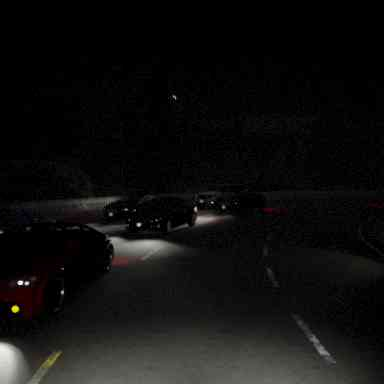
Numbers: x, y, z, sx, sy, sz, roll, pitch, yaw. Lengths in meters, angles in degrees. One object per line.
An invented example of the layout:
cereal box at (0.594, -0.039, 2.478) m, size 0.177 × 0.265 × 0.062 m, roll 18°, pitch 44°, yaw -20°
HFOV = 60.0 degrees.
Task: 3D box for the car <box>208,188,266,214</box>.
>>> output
car at (3.708, 0.714, 24.442) m, size 2.128 × 1.511 × 4.902 m, roll 1°, pitch 2°, yaw 40°

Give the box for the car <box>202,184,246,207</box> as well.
car at (2.659, 0.316, 28.563) m, size 2.150 × 2.045 × 5.566 m, roll 2°, pitch 2°, yaw 44°

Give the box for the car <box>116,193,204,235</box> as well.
car at (-1.261, 1.010, 15.683) m, size 1.837 × 1.490 × 4.892 m, roll 1°, pitch 2°, yaw 22°

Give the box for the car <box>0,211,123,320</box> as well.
car at (-3.126, 1.347, 6.923) m, size 1.994 × 1.385 × 4.181 m, roll 0°, pitch 2°, yaw 6°

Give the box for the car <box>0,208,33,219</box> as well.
car at (-6.288, 1.230, 10.271) m, size 2.033 × 1.411 × 5.357 m, roll 0°, pitch 2°, yaw 9°

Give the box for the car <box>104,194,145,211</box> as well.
car at (-3.227, 0.867, 19.897) m, size 2.128 × 1.511 × 4.902 m, roll 1°, pitch 2°, yaw 27°
